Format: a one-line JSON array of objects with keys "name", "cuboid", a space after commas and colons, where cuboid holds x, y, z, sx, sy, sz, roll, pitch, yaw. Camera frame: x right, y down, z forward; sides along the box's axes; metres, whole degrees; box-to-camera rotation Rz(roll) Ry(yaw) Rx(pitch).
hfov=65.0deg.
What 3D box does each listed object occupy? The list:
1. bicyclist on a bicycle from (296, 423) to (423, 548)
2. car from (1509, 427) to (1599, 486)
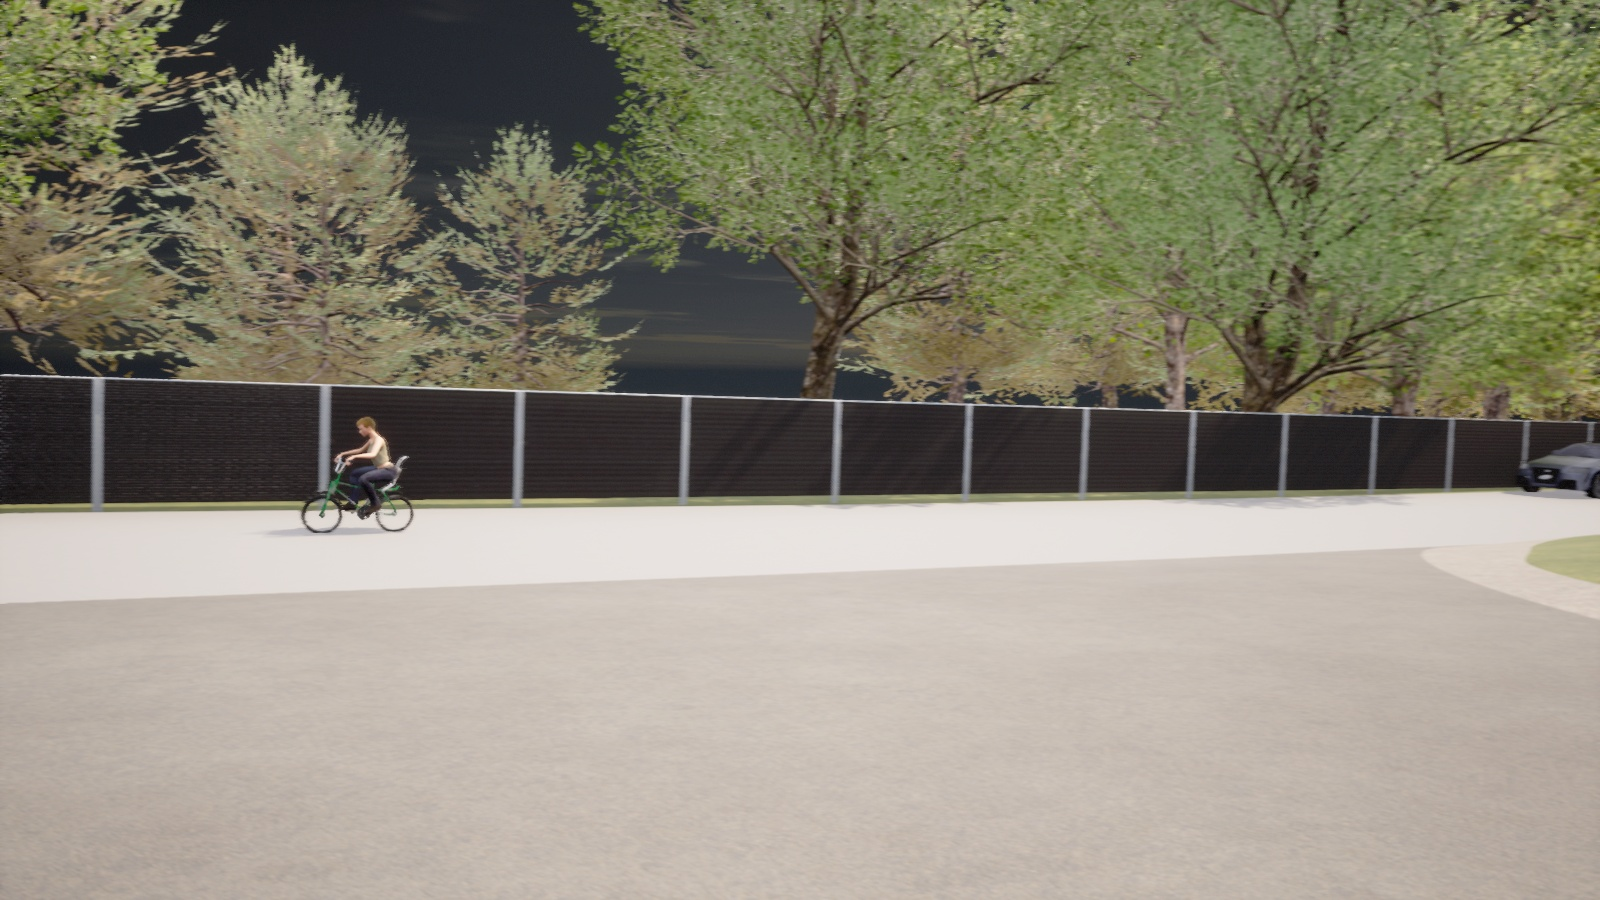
[{"name": "bicyclist on a bicycle", "cuboid": [-6.051, 0.457, 17.230, 1.509, 1.612, 0.866, -1, 3, -30]}, {"name": "car", "cuboid": [21.229, 0.132, 33.458, 4.181, 1.385, 1.994, -1, 4, -26]}]
